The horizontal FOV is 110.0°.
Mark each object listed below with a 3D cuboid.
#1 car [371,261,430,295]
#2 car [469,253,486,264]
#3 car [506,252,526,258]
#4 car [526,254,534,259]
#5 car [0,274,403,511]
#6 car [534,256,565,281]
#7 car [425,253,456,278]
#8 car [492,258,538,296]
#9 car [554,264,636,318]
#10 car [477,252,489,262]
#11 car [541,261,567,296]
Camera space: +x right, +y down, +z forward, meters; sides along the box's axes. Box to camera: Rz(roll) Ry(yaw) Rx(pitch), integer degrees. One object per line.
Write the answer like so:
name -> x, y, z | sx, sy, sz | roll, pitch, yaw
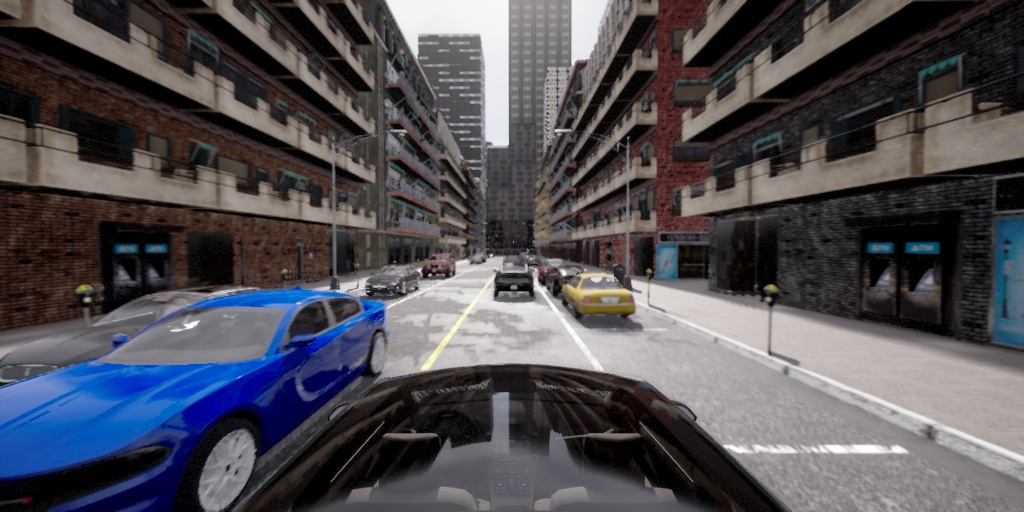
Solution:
car -> -5.689, 1.101, 17.577 | 2.007, 1.370, 4.403 | 0, 0, 0
car -> -5.690, 0.599, 56.788 | 2.007, 1.370, 4.403 | 0, 0, 0
car -> 0.100, 0.622, 39.005 | 2.097, 1.767, 4.553 | 0, 1, 0
car -> 2.691, 0.750, 45.556 | 1.948, 1.339, 4.313 | 0, 0, 0
car -> -3.094, 1.196, 4.368 | 1.882, 1.535, 5.008 | 0, 1, 0
car -> 2.691, 0.911, 23.150 | 1.967, 1.591, 4.097 | 0, 0, 0
car -> -5.689, 0.722, 28.780 | 2.192, 1.841, 5.009 | 0, 0, 0
car -> 0.093, 1.050, 17.725 | 1.837, 1.490, 4.892 | 0, 1, 0
car -> 2.692, 1.141, 12.116 | 1.751, 1.417, 4.829 | 0, 0, 0
car -> -5.690, 0.292, 62.390 | 2.192, 1.841, 5.009 | 0, 0, 0
car -> 2.691, 1.109, 17.548 | 1.948, 1.339, 4.313 | 0, 0, 0
